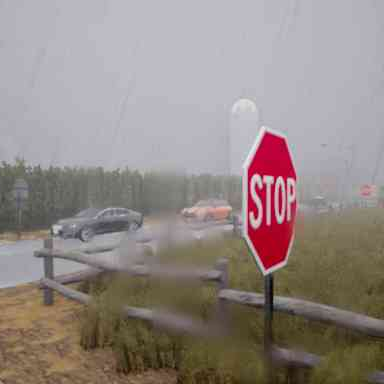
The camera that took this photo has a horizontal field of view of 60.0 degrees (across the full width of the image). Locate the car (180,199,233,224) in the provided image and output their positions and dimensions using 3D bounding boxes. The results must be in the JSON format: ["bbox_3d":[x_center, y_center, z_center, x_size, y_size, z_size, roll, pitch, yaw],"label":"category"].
[{"bbox_3d":[1.157,1.341,24.500,2.097,1.767,4.553,0,0,37],"label":"car"}]

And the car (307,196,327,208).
[{"bbox_3d":[16.637,1.298,44.309,1.837,1.490,4.892,0,1,11],"label":"car"}]

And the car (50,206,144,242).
[{"bbox_3d":[-4.548,1.485,16.568,2.128,1.511,4.902,0,0,36],"label":"car"}]
